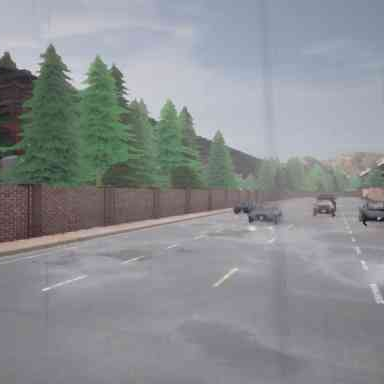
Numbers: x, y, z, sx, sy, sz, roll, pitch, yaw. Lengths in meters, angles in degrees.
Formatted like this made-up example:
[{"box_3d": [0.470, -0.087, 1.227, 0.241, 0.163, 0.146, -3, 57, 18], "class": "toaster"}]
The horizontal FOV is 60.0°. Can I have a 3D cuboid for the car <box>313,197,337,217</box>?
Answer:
[{"box_3d": [12.637, 1.526, 31.783, 1.812, 1.442, 4.674, 0, 0, 23], "class": "car"}]

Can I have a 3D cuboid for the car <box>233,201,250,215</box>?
[{"box_3d": [5.573, 1.601, 33.551, 1.895, 1.301, 4.718, 0, 0, 23], "class": "car"}]

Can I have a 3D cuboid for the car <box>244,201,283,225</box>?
[{"box_3d": [5.450, 1.564, 24.289, 1.994, 1.385, 4.181, 0, 0, 23], "class": "car"}]

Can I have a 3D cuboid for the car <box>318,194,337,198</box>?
[{"box_3d": [16.572, 1.221, 41.044, 2.150, 2.045, 5.566, 0, 0, 23], "class": "car"}]

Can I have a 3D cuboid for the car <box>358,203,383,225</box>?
[{"box_3d": [12.994, 1.491, 23.632, 2.128, 1.511, 4.902, 0, 0, 23], "class": "car"}]
